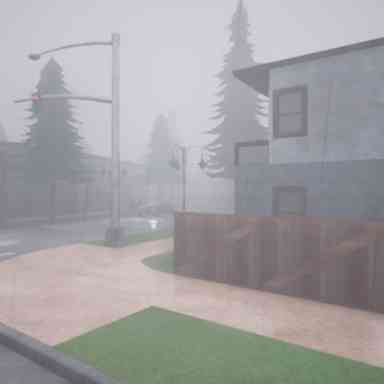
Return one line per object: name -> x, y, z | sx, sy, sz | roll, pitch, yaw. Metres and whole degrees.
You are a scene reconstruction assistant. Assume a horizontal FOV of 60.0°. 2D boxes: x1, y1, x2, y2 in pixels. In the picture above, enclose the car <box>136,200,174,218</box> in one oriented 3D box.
car -> -3.126, 1.427, 29.527 | 1.812, 1.442, 4.674 | 0, 0, 21
